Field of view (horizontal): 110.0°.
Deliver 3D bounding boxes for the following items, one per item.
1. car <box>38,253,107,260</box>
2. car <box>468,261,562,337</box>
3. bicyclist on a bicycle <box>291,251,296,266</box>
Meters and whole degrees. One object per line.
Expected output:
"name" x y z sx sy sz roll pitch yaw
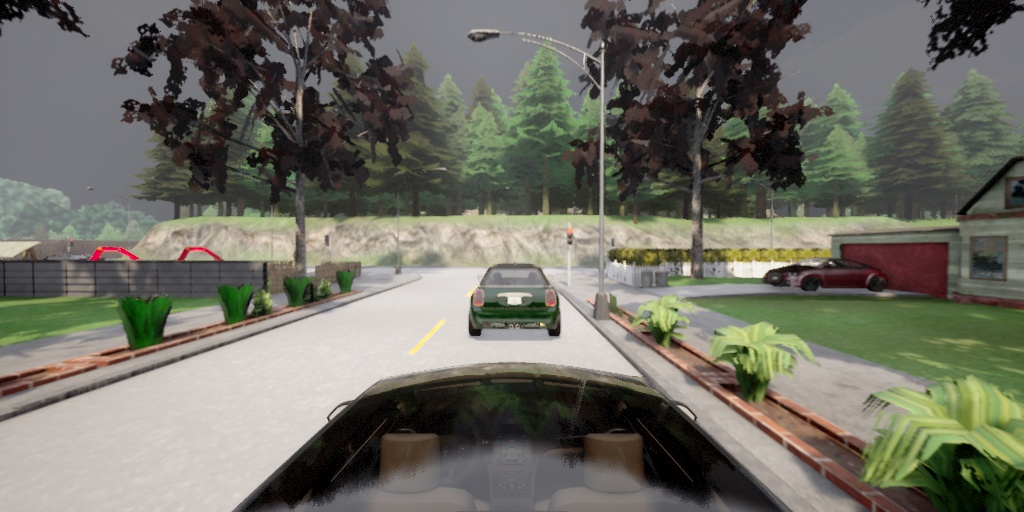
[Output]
"car" -38.275 0.567 31.279 5.008 1.535 1.882 0 1 1
"car" 0.085 0.922 9.848 2.097 1.767 4.553 0 1 1
"bicyclist on a bicycle" -23.826 0.259 39.554 0.582 1.620 1.656 0 2 0
